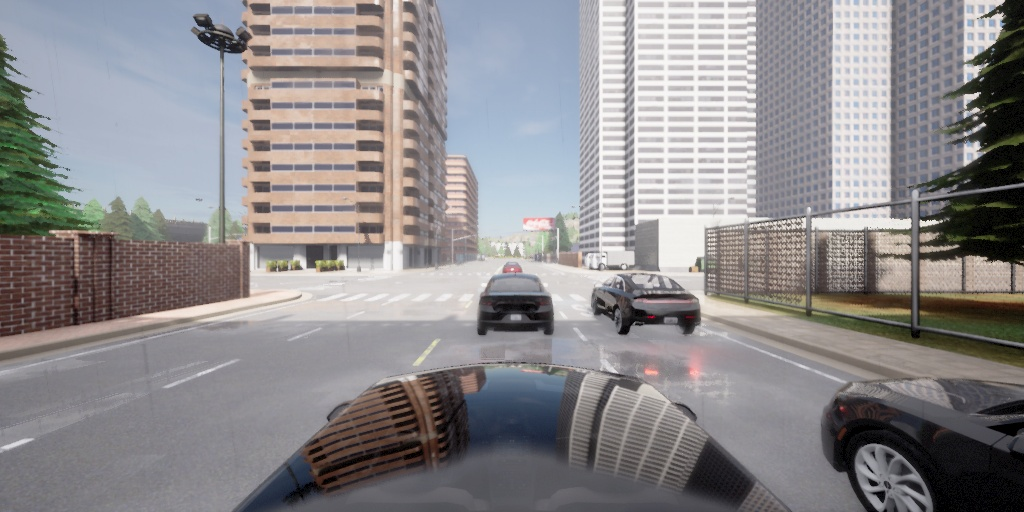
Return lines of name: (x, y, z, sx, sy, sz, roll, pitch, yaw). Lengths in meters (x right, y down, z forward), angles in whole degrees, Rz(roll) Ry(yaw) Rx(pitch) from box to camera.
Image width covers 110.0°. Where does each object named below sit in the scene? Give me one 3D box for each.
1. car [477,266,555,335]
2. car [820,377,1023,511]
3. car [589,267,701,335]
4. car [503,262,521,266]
car: (0.084, 1.225, 10.489, 1.882, 1.535, 5.008, 0, 0, 0)
car: (3.607, 1.255, 1.097, 1.837, 1.490, 4.892, 0, 0, 0)
car: (3.606, 1.239, 10.489, 2.128, 1.511, 4.902, 0, 0, 1)
car: (0.027, 1.304, 38.114, 1.994, 1.385, 4.181, 0, 0, 0)
